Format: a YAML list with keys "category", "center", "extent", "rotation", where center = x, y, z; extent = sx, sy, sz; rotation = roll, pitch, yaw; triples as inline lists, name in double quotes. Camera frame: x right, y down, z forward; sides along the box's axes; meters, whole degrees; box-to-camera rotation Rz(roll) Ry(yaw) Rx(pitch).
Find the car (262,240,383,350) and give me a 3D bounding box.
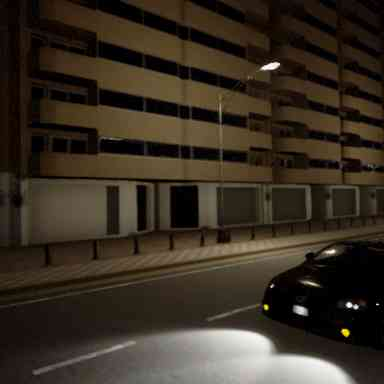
- category: "car"
  center: [3.290, 1.672, 6.425]
  extent: [4.181, 1.385, 1.994]
  rotation: [0, -2, -37]
